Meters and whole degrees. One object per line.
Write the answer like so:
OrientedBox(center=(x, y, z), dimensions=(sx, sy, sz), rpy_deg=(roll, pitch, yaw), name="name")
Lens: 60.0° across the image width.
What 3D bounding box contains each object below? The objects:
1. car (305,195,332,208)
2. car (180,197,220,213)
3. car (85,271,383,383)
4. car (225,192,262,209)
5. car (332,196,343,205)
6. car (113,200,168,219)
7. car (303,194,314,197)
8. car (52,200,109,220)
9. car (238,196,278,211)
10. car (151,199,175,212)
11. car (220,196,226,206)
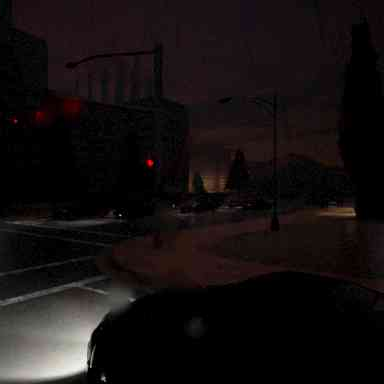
OrientedBox(center=(18.610, 1.564, 48.816), dimensions=(1.994, 1.385, 4.181), rpy_deg=(0, 0, 37), name="car")
OrientedBox(center=(0.717, 1.352, 36.409), dimensions=(2.097, 1.767, 4.553), rpy_deg=(0, 0, 36), name="car")
OrientedBox(center=(0.837, 1.564, 3.403), dimensions=(4.181, 1.385, 1.994), rpy_deg=(0, 0, 35), name="car")
OrientedBox(center=(7.016, 1.221, 45.069), dimensions=(2.150, 2.045, 5.566), rpy_deg=(0, 0, 36), name="car")
OrientedBox(center=(24.487, 1.492, 56.901), dimensions=(2.128, 1.511, 4.902), rpy_deg=(0, 0, 36), name="car")
OrientedBox(center=(-4.600, 1.601, 29.079), dimensions=(1.895, 1.301, 4.718), rpy_deg=(0, 0, 36), name="car")
OrientedBox(center=(21.366, 1.505, 58.560), dimensions=(1.837, 1.490, 4.892), rpy_deg=(0, 0, 36), name="car")
OrientedBox(center=(-9.403, 1.478, 28.435), dimensions=(1.882, 1.535, 5.008), rpy_deg=(0, 0, 36), name="car")
OrientedBox(center=(8.048, 1.547, 40.207), dimensions=(2.033, 1.411, 5.357), rpy_deg=(0, 0, 36), name="car")
OrientedBox(center=(-3.884, 1.505, 36.023), dimensions=(1.837, 1.490, 4.892), rpy_deg=(0, 0, 36), name="car")
OrientedBox(center=(1.854, 1.547, 43.926), dimensions=(2.033, 1.411, 5.357), rpy_deg=(0, 0, 36), name="car")
